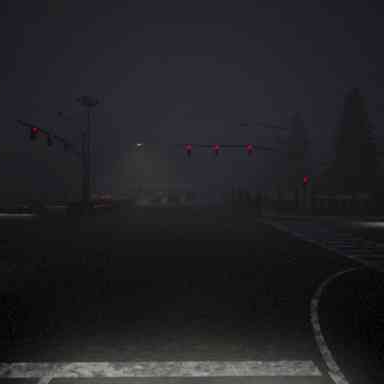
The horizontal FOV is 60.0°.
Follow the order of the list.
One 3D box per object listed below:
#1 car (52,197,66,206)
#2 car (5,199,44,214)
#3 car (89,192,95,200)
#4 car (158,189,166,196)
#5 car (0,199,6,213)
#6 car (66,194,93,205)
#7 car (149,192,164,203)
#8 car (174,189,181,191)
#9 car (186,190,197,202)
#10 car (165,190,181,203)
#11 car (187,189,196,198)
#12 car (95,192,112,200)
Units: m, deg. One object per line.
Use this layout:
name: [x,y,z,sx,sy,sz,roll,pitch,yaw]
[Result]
car: [-21.116,1.512,54.607,2.033,1.411,5.357,0,1,0]
car: [-17.603,1.513,35.739,1.812,1.442,4.674,0,0,0]
car: [-21.125,0.761,69.974,1.882,1.535,5.008,0,3,0]
car: [-7.172,0.089,78.535,1.882,1.535,5.008,0,7,0]
car: [-21.100,1.513,36.976,1.812,1.442,4.674,0,0,0]
car: [-17.615,1.506,52.382,1.812,1.442,4.674,0,0,0]
car: [-6.989,1.281,63.665,1.994,1.385,4.181,0,3,0]
car: [-3.671,-0.013,78.338,2.097,1.767,4.553,0,7,0]
car: [-0.108,0.765,67.005,2.150,2.045,5.566,0,3,0]
car: [-3.484,1.110,62.742,2.097,1.767,4.553,0,2,0]
car: [-0.166,0.270,77.430,2.033,1.411,5.357,0,7,0]
car: [-17.609,1.045,67.255,1.812,1.442,4.674,0,3,0]
